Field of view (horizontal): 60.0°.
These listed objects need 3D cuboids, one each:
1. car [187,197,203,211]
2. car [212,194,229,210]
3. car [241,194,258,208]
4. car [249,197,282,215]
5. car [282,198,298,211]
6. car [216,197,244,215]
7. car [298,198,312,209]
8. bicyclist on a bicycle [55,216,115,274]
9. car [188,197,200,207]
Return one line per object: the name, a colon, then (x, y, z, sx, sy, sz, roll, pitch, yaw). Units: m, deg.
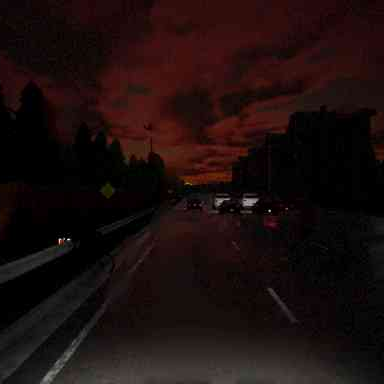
car: (0.341, 1.547, 40.675, 2.033, 1.411, 5.357, 0, 0, 0)
car: (3.837, 1.221, 43.944, 2.150, 2.045, 5.566, 0, 0, 0)
car: (7.339, 1.221, 43.506, 2.150, 2.045, 5.566, 0, 0, 0)
car: (7.295, 1.505, 33.596, 1.837, 1.490, 4.892, 0, 0, 0)
car: (10.829, 1.601, 40.215, 1.895, 1.301, 4.718, 0, 0, 0)
car: (3.798, 1.526, 34.029, 1.812, 1.442, 4.674, 0, 0, 0)
car: (14.344, 1.478, 44.306, 1.882, 1.535, 5.008, 0, 0, 0)
bicyclist on a bicycle: (-2.909, 1.491, 9.105, 1.656, 1.620, 0.582, 4, 0, -1)
car: (0.268, 1.526, 51.025, 1.812, 1.442, 4.674, 0, 0, 0)
